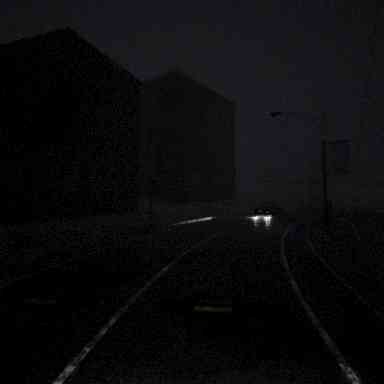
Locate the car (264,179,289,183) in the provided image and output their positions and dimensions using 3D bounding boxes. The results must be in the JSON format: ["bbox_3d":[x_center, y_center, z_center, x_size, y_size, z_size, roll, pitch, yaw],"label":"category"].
[{"bbox_3d":[19.090,-2.286,77.141,4.892,1.521,2.231,1,-5,-11],"label":"car"}]

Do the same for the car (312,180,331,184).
[{"bbox_3d":[29.933,-2.051,79.350,4.674,1.452,2.002,1,-5,-12],"label":"car"}]

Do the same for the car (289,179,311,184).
[{"bbox_3d":[24.508,-2.201,78.194,4.892,1.521,2.231,1,-5,-11],"label":"car"}]

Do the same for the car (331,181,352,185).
[{"bbox_3d":[35.332,-1.966,80.627,5.008,1.535,2.097,1,-5,-13],"label":"car"}]

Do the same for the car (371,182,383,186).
[{"bbox_3d":[46.187,-1.654,83.571,4.792,1.488,2.163,2,-5,-16],"label":"car"}]

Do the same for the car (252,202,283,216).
[{"bbox_3d":[7.843,1.682,34.256,1.994,1.385,4.181,-3,-2,36],"label":"car"}]

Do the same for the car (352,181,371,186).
[{"bbox_3d":[40.679,-1.957,82.020,4.553,1.767,2.185,1,-5,-14],"label":"car"}]

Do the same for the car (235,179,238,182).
[{"bbox_3d":[8.348,-2.554,75.079,4.553,1.767,2.185,1,-5,-11],"label":"car"}]
